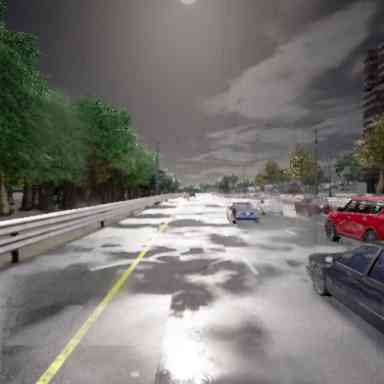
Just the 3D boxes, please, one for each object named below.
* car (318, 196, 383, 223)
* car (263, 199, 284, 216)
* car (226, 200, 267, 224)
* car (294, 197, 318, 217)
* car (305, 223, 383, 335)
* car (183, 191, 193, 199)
[{"bbox_3d":[7.095,1.169,12.734,2.150,2.045,5.566,0,0,0],"label":"car"},{"bbox_3d":[7.086,1.373,30.678,1.812,1.442,4.674,0,0,0],"label":"car"},{"bbox_3d":[3.590,1.437,23.892,2.033,1.411,5.357,0,0,0],"label":"car"},{"bbox_3d":[10.586,1.209,29.273,2.097,1.767,4.553,0,0,0],"label":"car"},{"bbox_3d":[3.595,1.527,5.451,2.033,1.411,5.357,0,0,0],"label":"car"},{"bbox_3d":[-1.261,1.017,85.324,1.801,1.575,5.366,0,0,0],"label":"car"}]
